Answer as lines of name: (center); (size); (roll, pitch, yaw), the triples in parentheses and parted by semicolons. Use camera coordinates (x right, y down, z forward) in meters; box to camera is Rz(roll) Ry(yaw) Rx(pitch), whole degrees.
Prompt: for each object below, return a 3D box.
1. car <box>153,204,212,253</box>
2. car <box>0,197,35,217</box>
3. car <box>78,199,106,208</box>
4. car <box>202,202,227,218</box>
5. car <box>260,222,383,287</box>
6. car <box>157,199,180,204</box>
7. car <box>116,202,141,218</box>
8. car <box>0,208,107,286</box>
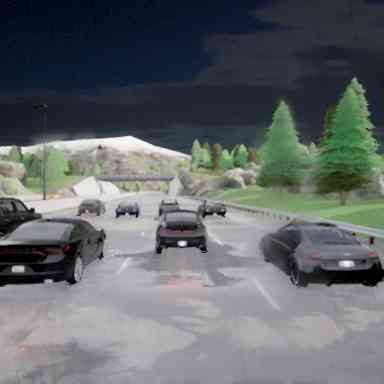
car: (-0.484, 1.449, 13.447); (1.837, 1.490, 4.892); (0, 0, -4)
car: (-7.399, 1.183, 12.376); (2.150, 2.045, 5.566); (0, 0, -4)
car: (-9.166, 1.394, 30.694); (1.837, 1.490, 4.892); (0, 0, -6)
car: (1.615, 1.477, 28.691); (1.895, 1.301, 4.718); (0, 0, -6)
car: (3.262, 1.518, 9.214); (1.994, 1.385, 4.181); (0, 0, -3)
car: (-2.088, 1.368, 30.340); (2.128, 1.511, 4.902); (0, 0, -6)
car: (-5.455, 1.489, 28.986); (1.895, 1.301, 4.718); (0, 0, -6)
car: (-3.739, 1.445, 9.400); (1.882, 1.535, 5.008); (0, 0, -3)
